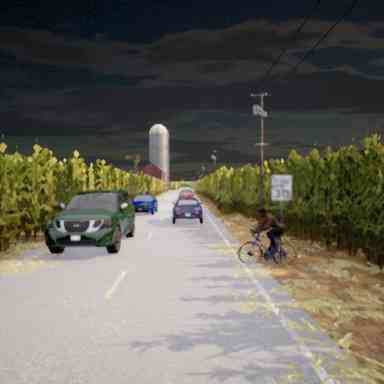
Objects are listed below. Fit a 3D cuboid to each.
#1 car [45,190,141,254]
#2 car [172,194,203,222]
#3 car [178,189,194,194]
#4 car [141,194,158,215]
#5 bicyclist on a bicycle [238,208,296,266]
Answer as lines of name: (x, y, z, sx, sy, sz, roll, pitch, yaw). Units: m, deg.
car: (-3.523, 0.957, 12.637, 2.150, 2.045, 5.566, 0, 1, -1)
car: (-0.287, 1.078, 21.270, 1.812, 1.442, 4.674, 0, 1, -1)
car: (-0.761, 0.406, 45.160, 2.097, 1.767, 4.553, 0, 1, -1)
car: (-3.775, 0.923, 26.510, 1.882, 1.535, 5.008, 0, 1, -1)
bicyclist on a bicycle: (2.128, 1.277, 9.336, 1.656, 1.620, 0.582, 1, 1, -1)
